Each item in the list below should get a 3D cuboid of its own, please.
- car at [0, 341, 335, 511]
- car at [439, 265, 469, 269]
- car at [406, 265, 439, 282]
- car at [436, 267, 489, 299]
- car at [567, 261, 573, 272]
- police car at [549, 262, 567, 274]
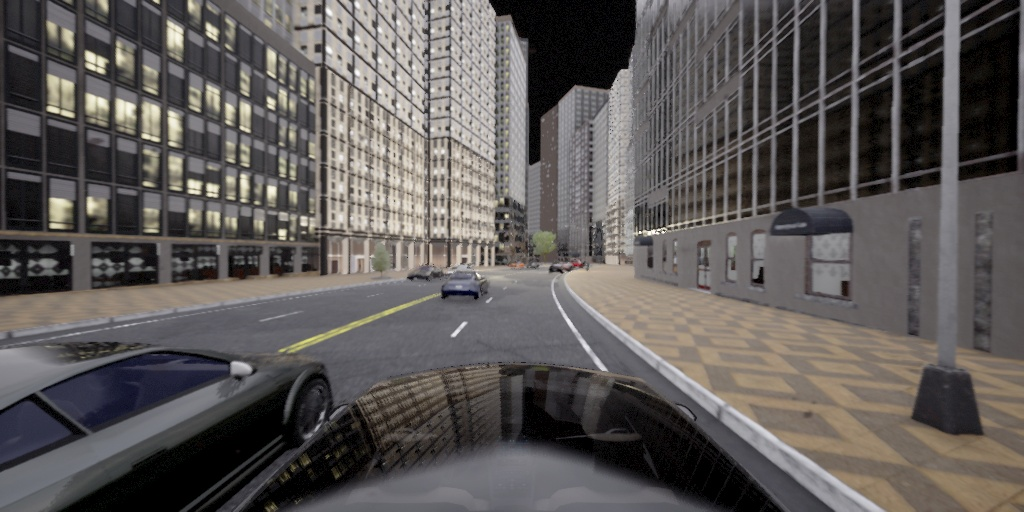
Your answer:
[{"bbox_3d":[-3.095,1.308,2.582,1.994,1.385,4.181,0,-1,0],"label":"car"},{"bbox_3d":[-4.614,1.549,31.896,1.812,1.442,4.674,0,-1,8],"label":"car"},{"bbox_3d":[-7.784,1.558,32.889,2.033,1.411,5.357,0,-1,8],"label":"car"},{"bbox_3d":[-2.425,1.478,19.377,1.994,1.385,4.181,0,-1,4],"label":"car"},{"bbox_3d":[8.683,1.946,60.795,1.812,1.442,4.674,0,-1,15],"label":"car"},{"bbox_3d":[6.402,1.731,51.428,1.930,1.638,5.238,0,-1,12],"label":"police car"}]
